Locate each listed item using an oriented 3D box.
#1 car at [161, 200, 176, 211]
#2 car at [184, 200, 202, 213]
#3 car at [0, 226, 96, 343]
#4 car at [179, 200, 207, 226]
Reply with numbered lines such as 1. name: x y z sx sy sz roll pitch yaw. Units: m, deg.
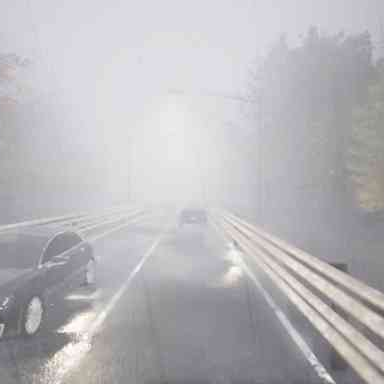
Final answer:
1. car: -3.338 1.868 47.667 1.882 1.535 5.008 0 0 0
2. car: 0.093 1.828 42.792 2.128 1.511 4.902 0 -1 0
3. car: -3.350 1.519 6.627 1.837 1.490 4.892 0 0 0
4. car: 0.095 1.615 24.400 1.882 1.535 5.008 0 -1 0
